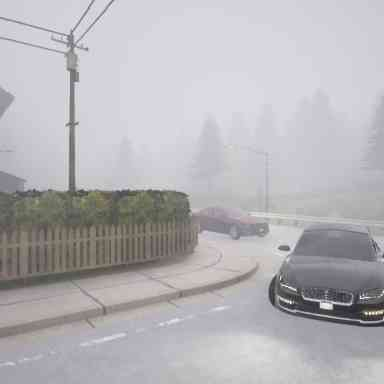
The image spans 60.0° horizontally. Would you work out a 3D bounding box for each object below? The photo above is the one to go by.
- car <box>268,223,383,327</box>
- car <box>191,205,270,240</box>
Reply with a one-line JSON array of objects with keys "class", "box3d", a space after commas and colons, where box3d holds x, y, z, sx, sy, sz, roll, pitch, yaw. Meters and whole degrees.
[{"class": "car", "box3d": [3.151, 1.505, 7.292, 1.837, 1.490, 4.892, 0, 0, 27]}, {"class": "car", "box3d": [1.851, 1.478, 17.428, 1.882, 1.535, 5.008, 0, 0, -33]}]
